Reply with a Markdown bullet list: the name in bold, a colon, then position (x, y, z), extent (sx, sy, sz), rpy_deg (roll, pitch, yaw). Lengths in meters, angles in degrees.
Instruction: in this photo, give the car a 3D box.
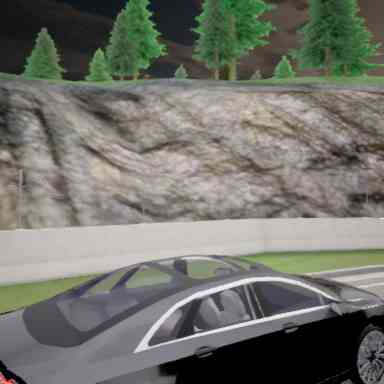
- **car**: position (0.403, 1.517, 3.833), extent (4.902, 1.511, 2.128), rpy_deg (1, -1, -34)
